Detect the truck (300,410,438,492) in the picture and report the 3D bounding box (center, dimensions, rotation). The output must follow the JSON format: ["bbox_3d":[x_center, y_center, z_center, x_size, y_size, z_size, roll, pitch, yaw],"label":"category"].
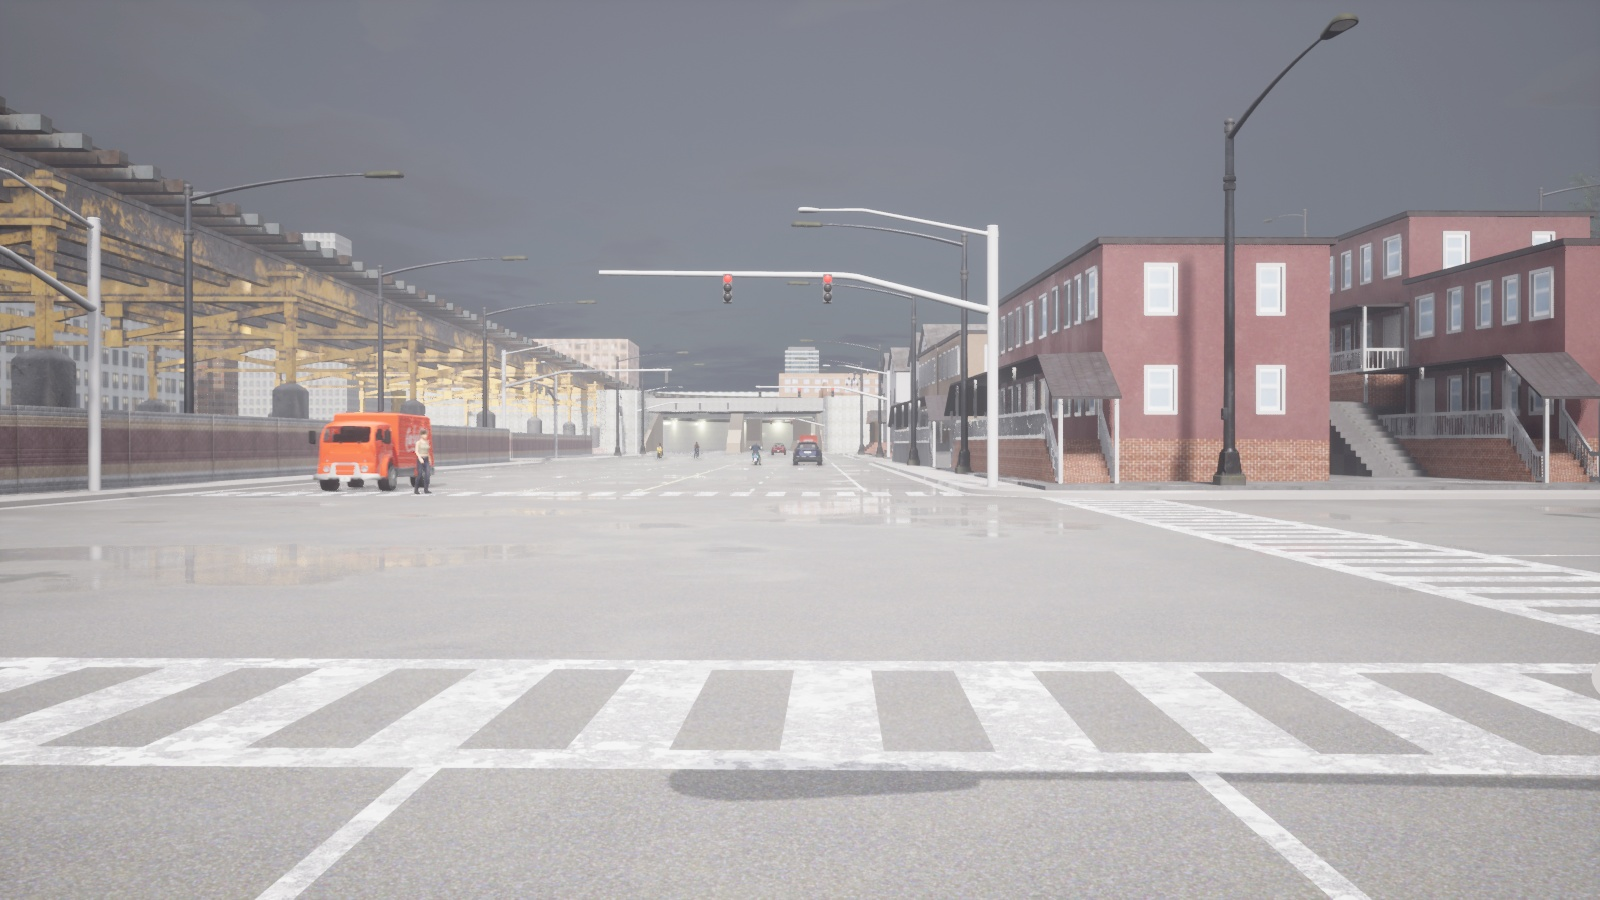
[{"bbox_3d":[-13.745,0.024,40.470,2.627,2.467,5.204,0,0,0],"label":"truck"}]

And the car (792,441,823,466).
[{"bbox_3d":[0.515,0.201,84.301,2.033,1.649,4.856,0,0,0],"label":"car"}]

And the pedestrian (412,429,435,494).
[{"bbox_3d":[-10.755,0.321,35.844,0.594,1.836,0.345,0,0,37],"label":"pedestrian"}]
